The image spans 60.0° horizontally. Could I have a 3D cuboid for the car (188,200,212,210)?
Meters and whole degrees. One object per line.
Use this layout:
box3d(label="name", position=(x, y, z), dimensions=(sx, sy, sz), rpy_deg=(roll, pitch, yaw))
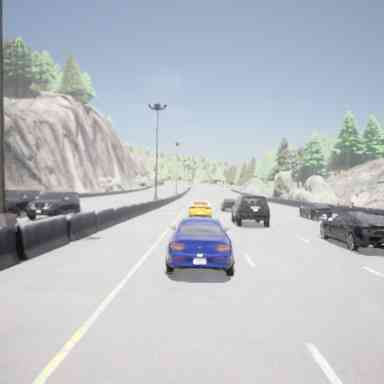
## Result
box3d(label="car", position=(0.706, 1.437, 28.491), dimensions=(1.882, 1.535, 5.008), rpy_deg=(1, 0, 1))

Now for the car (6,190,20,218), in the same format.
box3d(label="car", position=(-13.551, 0.844, 25.684), dimensions=(2.150, 2.045, 5.566), rpy_deg=(1, 0, 2))

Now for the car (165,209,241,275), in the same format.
box3d(label="car", position=(0.244, 1.510, 10.384), dimensions=(1.812, 1.442, 4.674), rpy_deg=(1, 0, 1))

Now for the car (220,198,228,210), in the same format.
box3d(label="car", position=(4.497, 1.531, 40.279), dimensions=(1.837, 1.490, 4.892), rpy_deg=(1, 0, 1))

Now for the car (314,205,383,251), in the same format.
box3d(label="car", position=(7.368, 1.625, 14.831), dimensions=(1.882, 1.535, 5.008), rpy_deg=(1, 0, 1))

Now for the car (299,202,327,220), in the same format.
box3d(label="car", position=(11.255, 1.714, 30.506), dimensions=(1.837, 1.490, 4.892), rpy_deg=(1, 0, 1))

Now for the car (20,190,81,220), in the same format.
box3d(label="car", position=(-10.075, 0.929, 24.757), dimensions=(2.150, 2.045, 5.566), rpy_deg=(1, 0, 1))

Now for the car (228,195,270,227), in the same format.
box3d(label="car", position=(4.096, 1.267, 23.779), dimensions=(2.150, 2.045, 5.566), rpy_deg=(1, -1, 1))
